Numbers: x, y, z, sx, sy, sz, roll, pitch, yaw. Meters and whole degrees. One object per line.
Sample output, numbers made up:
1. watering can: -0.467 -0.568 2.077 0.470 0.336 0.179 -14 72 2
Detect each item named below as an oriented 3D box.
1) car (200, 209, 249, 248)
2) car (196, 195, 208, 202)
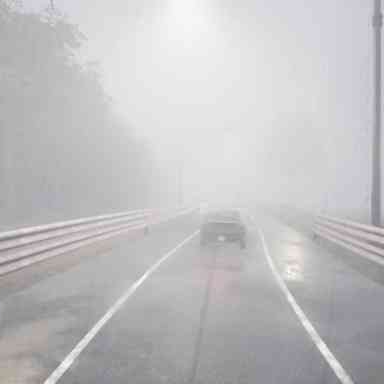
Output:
1. car: 1.483 1.514 14.957 1.837 1.490 4.892 0 0 9
2. car: 2.128 1.461 71.352 1.812 1.442 4.674 0 0 -10
